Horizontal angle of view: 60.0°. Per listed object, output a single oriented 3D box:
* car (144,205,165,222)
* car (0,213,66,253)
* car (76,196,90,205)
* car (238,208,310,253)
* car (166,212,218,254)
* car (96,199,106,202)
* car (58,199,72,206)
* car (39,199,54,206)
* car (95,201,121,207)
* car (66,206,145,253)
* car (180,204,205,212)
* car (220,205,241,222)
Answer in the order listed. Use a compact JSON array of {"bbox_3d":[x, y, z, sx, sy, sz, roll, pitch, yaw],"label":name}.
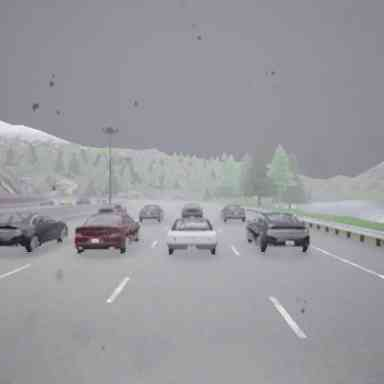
[{"bbox_3d":[-3.482,1.823,28.992,2.033,1.411,5.357,0,-1,0],"label":"car"},{"bbox_3d":[-6.986,1.629,14.307,2.128,1.511,4.902,0,0,0],"label":"car"},{"bbox_3d":[-22.299,1.872,68.302,2.150,2.045,5.566,0,-1,-8],"label":"car"},{"bbox_3d":[3.514,1.629,14.300,2.128,1.511,4.902,0,0,0],"label":"car"},{"bbox_3d":[0.010,1.736,14.107,1.895,1.301,4.718,0,-1,0],"label":"car"},{"bbox_3d":[-18.864,2.178,68.989,2.128,1.511,4.902,0,-1,-8],"label":"car"},{"bbox_3d":[-25.749,2.115,67.666,1.882,1.535,5.008,0,-1,-8],"label":"car"},{"bbox_3d":[-29.188,2.185,67.005,1.994,1.385,4.181,0,-1,-8],"label":"car"},{"bbox_3d":[-6.978,1.786,29.316,1.837,1.490,4.892,0,0,0],"label":"car"},{"bbox_3d":[-3.484,1.616,14.480,1.882,1.535,5.008,0,0,0],"label":"car"},{"bbox_3d":[0.022,1.786,29.317,1.837,1.490,4.892,0,0,0],"label":"car"},{"bbox_3d":[3.518,1.823,28.988,2.033,1.411,5.357,0,-1,0],"label":"car"}]
